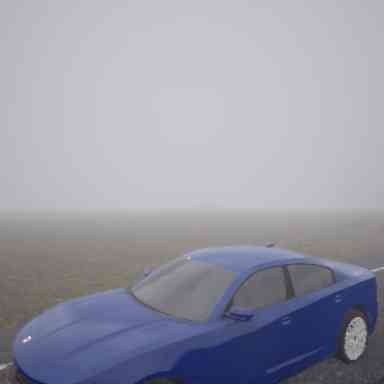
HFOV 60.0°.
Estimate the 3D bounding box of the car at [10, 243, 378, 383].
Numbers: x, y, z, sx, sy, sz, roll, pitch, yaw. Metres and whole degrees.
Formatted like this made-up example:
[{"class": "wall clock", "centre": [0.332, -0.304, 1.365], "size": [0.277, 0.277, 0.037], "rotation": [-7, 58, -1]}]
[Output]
[{"class": "car", "centre": [0.469, 1.505, 4.337], "size": [5.008, 1.535, 1.882], "rotation": [1, 0, -36]}]
